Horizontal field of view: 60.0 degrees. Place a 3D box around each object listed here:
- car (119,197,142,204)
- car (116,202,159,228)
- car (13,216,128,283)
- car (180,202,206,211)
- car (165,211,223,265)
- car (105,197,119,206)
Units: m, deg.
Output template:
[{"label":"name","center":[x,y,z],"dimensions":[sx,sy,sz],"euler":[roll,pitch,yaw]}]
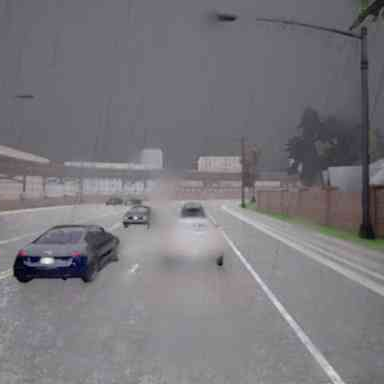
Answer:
[{"label":"car","center":[-9.793,1.615,55.511],"dimensions":[2.128,1.511,4.902],"euler":[0,0,9]},{"label":"car","center":[-3.459,1.644,22.981],"dimensions":[2.033,1.411,5.357],"euler":[0,0,1]},{"label":"car","center":[-3.442,1.633,9.966],"dimensions":[1.994,1.385,4.181],"euler":[0,-1,0]},{"label":"car","center":[0.070,1.605,26.820],"dimensions":[1.837,1.490,4.892],"euler":[0,0,0]},{"label":"car","center":[0.070,1.604,11.911],"dimensions":[1.812,1.442,4.674],"euler":[0,-1,0]},{"label":"car","center":[-13.167,1.640,56.702],"dimensions":[1.837,1.490,4.892],"euler":[0,0,9]}]
